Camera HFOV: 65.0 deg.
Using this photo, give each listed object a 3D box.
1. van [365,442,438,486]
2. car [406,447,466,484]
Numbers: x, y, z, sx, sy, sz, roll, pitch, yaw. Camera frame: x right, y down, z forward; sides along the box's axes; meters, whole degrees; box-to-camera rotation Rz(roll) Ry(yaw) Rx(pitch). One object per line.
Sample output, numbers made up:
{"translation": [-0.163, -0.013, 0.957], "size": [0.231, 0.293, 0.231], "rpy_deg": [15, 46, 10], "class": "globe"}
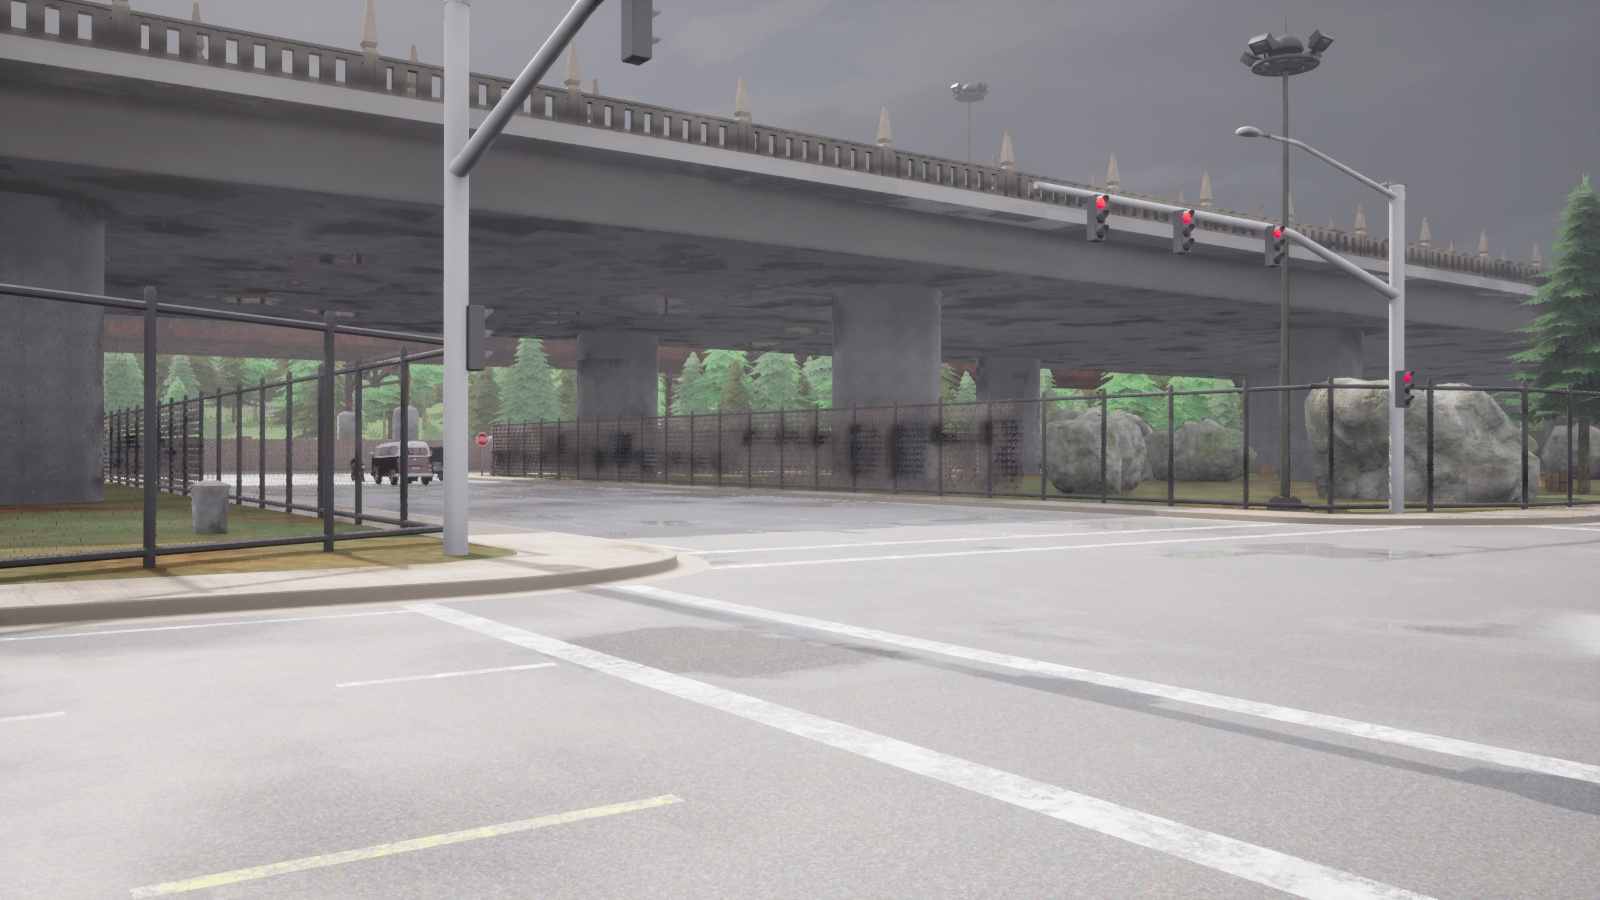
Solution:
{"translation": [-19.068, 0.702, 60.038], "size": [2.069, 2.038, 4.480], "rpy_deg": [0, -1, -35], "class": "van"}
{"translation": [-19.277, 0.799, 66.443], "size": [1.905, 1.878, 3.866], "rpy_deg": [0, 0, -35], "class": "car"}
